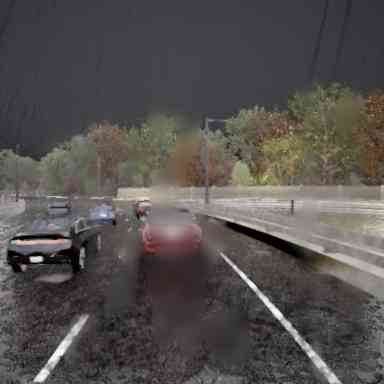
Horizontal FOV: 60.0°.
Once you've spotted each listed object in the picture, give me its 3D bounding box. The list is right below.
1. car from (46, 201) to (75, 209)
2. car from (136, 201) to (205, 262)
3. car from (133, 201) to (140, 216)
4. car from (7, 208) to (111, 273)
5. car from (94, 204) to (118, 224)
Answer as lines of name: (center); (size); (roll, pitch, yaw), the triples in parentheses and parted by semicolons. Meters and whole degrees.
car: (-10.796, 1.512, 27.334); (2.128, 1.511, 4.902); (0, 0, -14)
car: (-0.841, 1.343, 12.414); (2.097, 1.767, 4.553); (0, 0, -7)
car: (-4.169, 1.515, 29.647); (1.812, 1.442, 4.674); (0, 0, -14)
car: (-4.147, 1.495, 10.735); (2.128, 1.511, 4.902); (0, 0, -6)
car: (-6.438, 1.551, 24.367); (2.033, 1.411, 5.357); (0, 0, -13)
